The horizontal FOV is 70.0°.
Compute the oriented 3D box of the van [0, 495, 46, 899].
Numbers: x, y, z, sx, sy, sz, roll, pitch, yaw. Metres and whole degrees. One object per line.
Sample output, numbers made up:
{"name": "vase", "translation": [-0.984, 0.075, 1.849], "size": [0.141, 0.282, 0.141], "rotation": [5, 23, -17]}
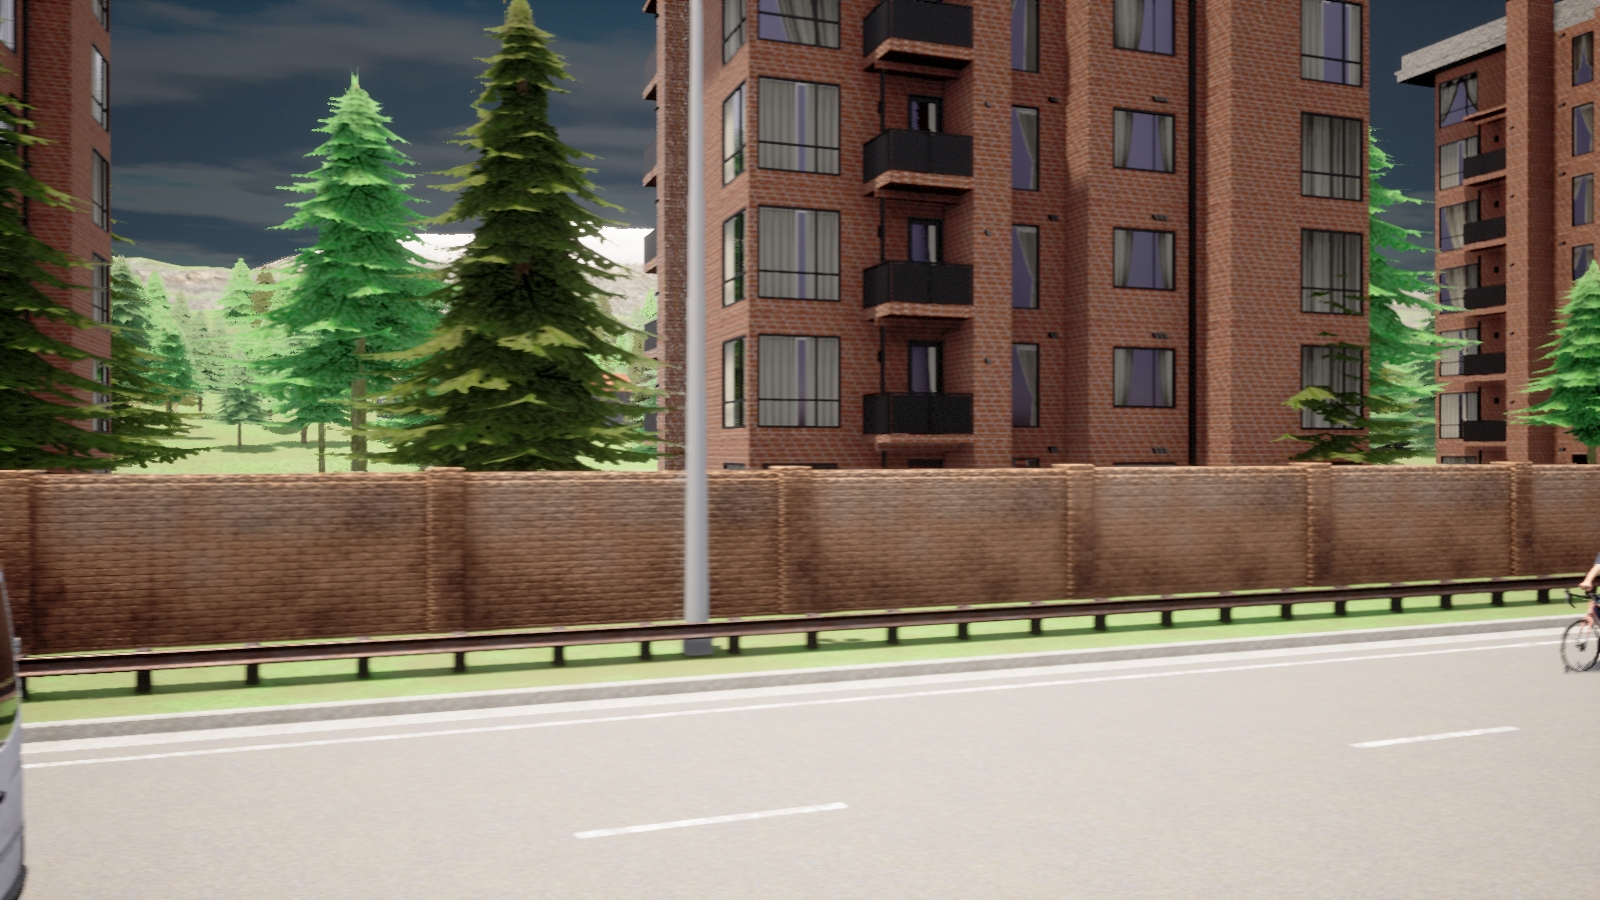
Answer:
{"name": "van", "translation": [-6.740, 1.536, 4.568], "size": [5.915, 2.561, 1.988], "rotation": [0, 0, -20]}

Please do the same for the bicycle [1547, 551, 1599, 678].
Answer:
{"name": "bicycle", "translation": [10.265, 2.050, 14.513], "size": [1.643, 1.496, 0.373], "rotation": [0, 0, -20]}
